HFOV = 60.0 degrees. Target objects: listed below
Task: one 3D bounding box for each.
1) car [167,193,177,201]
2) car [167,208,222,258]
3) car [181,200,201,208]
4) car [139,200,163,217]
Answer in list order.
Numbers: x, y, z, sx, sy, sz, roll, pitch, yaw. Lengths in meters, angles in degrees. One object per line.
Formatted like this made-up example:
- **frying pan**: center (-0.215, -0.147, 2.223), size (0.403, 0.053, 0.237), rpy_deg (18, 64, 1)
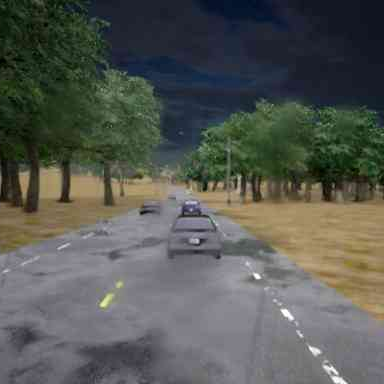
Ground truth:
- **car**: center (-4.407, 1.103, 72.991), size (1.837, 1.490, 4.892), rpy_deg (0, 1, -1)
- **car**: center (0.065, 1.543, 12.644), size (2.033, 1.411, 5.357), rpy_deg (0, 0, 0)
- **car**: center (-0.095, 1.473, 32.976), size (1.812, 1.442, 4.674), rpy_deg (0, 0, -1)
- **car**: center (-3.773, 1.503, 31.560), size (2.033, 1.411, 5.357), rpy_deg (0, 0, -1)
